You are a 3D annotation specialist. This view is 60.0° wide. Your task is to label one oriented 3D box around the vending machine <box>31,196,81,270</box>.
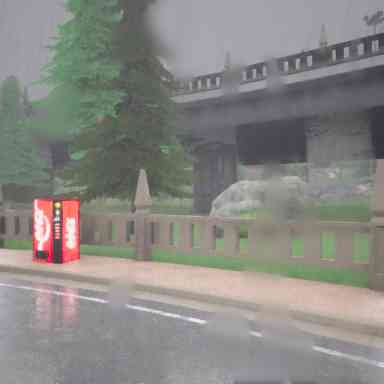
[{"bbox_3d":[-4.150,1.195,10.209,0.880,2.100,1.100,0,0,22],"label":"vending machine"}]
